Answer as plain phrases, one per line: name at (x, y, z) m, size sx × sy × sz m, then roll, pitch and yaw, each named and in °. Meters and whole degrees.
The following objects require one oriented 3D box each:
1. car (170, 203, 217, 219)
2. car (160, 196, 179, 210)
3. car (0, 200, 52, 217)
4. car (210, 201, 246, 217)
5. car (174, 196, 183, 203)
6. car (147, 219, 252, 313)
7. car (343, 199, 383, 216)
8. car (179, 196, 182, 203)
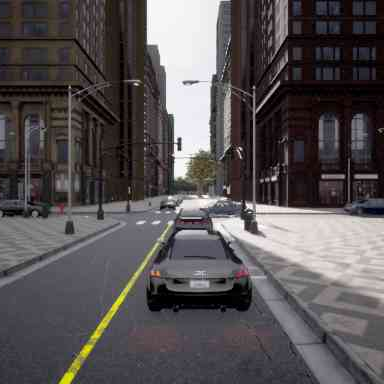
car at (0.066, 1.505, 16.672) m, size 1.837 × 1.490 × 4.892 m, roll 0°, pitch 0°, yaw 0°
car at (-3.078, 1.547, 43.129) m, size 2.033 × 1.411 × 5.357 m, roll 0°, pitch 0°, yaw 0°
car at (-14.739, 1.454, 28.924) m, size 4.892 × 1.490 × 1.837 m, roll 0°, pitch 0°, yaw -1°
car at (2.477, 1.554, 30.754) m, size 5.357 × 1.411 × 2.033 m, roll 0°, pitch 0°, yaw -21°
car at (-2.978, 1.550, 73.538) m, size 1.812 × 1.442 × 4.674 m, roll 0°, pitch 0°, yaw 0°
car at (0.110, 1.564, 7.764) m, size 1.994 × 1.385 × 4.181 m, roll 0°, pitch 0°, yaw -1°
car at (17.081, 1.411, 32.113) m, size 4.553 × 1.767 × 2.097 m, roll 0°, pitch 0°, yaw 0°
car at (-3.075, 1.494, 52.890) m, size 2.128 × 1.511 × 4.902 m, roll 0°, pitch 0°, yaw 0°
